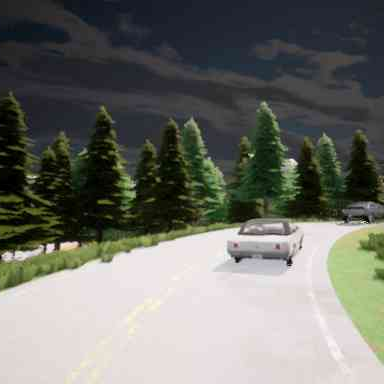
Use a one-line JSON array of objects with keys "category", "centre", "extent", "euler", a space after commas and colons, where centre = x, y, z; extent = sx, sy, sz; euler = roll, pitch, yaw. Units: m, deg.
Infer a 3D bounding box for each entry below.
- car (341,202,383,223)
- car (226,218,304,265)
[{"category": "car", "centre": [12.613, 1.482, 23.855], "extent": [4.902, 1.511, 2.128], "euler": [2, -5, -36]}, {"category": "car", "centre": [2.760, 1.567, 11.615], "extent": [1.895, 1.301, 4.718], "euler": [-2, 0, 24]}]
